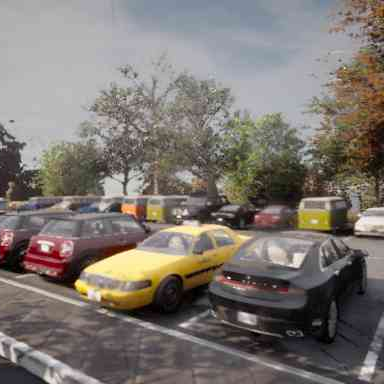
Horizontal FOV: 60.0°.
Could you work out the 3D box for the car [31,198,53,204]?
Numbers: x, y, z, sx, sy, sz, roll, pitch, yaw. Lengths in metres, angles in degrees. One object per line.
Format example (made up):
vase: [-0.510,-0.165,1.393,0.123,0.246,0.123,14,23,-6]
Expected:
car: [-12.719,1.670,33.193,1.946,1.575,5.366,-1,-1,36]

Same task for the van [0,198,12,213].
van: [-26.056,1.745,43.121,1.878,1.987,4.442,-1,-1,36]

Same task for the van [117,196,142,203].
van: [-3.555,1.310,26.996,1.878,1.987,4.442,0,0,36]

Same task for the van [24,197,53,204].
van: [-14.799,1.497,35.054,1.878,1.987,4.442,-1,-1,36]

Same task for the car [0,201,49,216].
car: [-19.369,1.822,38.179,2.097,1.535,5.008,-1,-1,36]

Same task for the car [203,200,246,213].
car: [3.129,1.521,22.056,2.097,1.535,5.008,0,0,36]

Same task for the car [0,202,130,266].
car: [-4.607,1.397,11.477,2.185,1.767,4.553,0,0,36]

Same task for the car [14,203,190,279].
car: [-2.351,1.392,9.860,2.185,1.767,4.553,0,0,36]

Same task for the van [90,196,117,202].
van: [-6.051,1.316,28.498,1.878,1.987,4.442,-1,0,36]

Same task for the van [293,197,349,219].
van: [7.602,1.285,19.001,1.878,1.987,4.442,0,0,36]

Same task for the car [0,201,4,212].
car: [-28.376,2.022,44.632,2.231,1.521,4.892,-1,-1,36]

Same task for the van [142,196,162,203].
van: [-1.405,1.305,25.456,1.878,1.987,4.442,0,0,36]

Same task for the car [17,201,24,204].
car: [-17.118,1.773,36.565,2.231,1.521,4.892,-1,-1,36]

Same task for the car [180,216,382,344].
car: [2.177,1.508,6.646,2.231,1.521,4.892,0,0,36]

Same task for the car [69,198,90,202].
car: [-8.107,1.573,30.121,2.097,1.535,5.008,-1,-1,36]

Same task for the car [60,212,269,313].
car: [-0.184,1.509,8.117,1.946,1.575,5.366,0,0,36]

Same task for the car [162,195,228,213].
car: [0.763,1.275,23.724,2.435,2.045,5.566,0,0,36]

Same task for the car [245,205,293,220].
car: [5.384,1.556,20.445,2.002,1.452,4.674,0,0,36]

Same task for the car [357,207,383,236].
car: [9.788,1.545,17.295,2.002,1.452,4.674,0,0,36]

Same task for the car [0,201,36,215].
car: [-21.723,1.874,39.866,2.097,1.535,5.008,-1,-1,36]

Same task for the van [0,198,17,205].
van: [-11.427,1.312,16.259,1.878,1.987,4.442,0,0,36]

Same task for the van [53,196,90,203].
van: [-10.433,1.397,31.638,1.878,1.987,4.442,-1,-1,36]
